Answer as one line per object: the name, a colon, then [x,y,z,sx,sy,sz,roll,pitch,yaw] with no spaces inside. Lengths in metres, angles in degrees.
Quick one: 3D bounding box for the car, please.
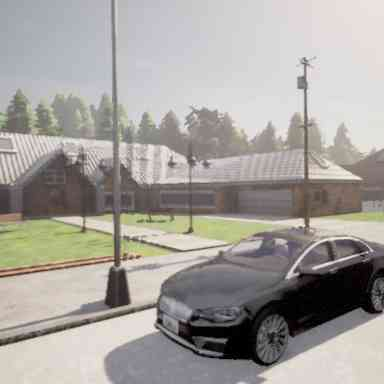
car: [1.696,1.446,5.838,4.902,1.511,2.128,-1,0,-36]
